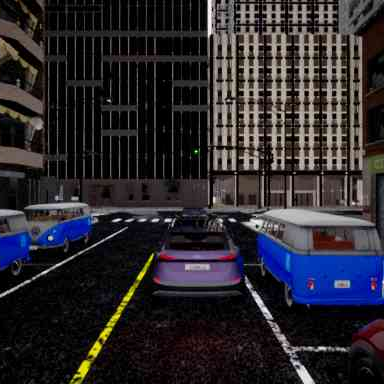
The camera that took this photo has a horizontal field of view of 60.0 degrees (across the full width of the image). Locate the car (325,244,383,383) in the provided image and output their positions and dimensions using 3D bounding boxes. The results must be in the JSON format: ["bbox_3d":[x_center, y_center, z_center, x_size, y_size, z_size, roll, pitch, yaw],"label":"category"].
[{"bbox_3d":[2.570,1.440,1.849,1.967,1.590,4.097,0,0,0],"label":"car"}]

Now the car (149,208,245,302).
[{"bbox_3d":[0.104,1.432,8.296,2.033,1.649,4.856,0,0,0],"label":"car"}]

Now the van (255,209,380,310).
[{"bbox_3d":[2.574,1.343,7.539,1.690,1.788,3.998,0,0,0],"label":"van"}]

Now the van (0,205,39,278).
[{"bbox_3d":[-5.306,1.343,7.537,1.690,1.788,3.998,0,0,0],"label":"van"}]

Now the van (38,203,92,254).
[{"bbox_3d":[-5.303,1.346,13.227,1.690,1.788,3.998,0,0,0],"label":"van"}]
